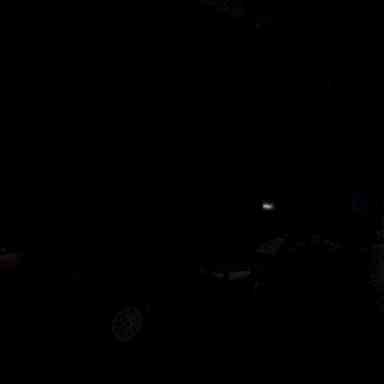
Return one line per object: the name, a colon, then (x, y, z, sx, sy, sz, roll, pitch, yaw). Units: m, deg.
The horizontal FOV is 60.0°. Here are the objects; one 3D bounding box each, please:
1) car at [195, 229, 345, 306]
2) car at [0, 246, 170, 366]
car: (2.024, 1.582, 7.986, 4.206, 1.307, 1.802, 0, 0, -36)
car: (-2.470, 1.545, 4.772, 4.507, 1.381, 1.887, 0, 0, -36)
